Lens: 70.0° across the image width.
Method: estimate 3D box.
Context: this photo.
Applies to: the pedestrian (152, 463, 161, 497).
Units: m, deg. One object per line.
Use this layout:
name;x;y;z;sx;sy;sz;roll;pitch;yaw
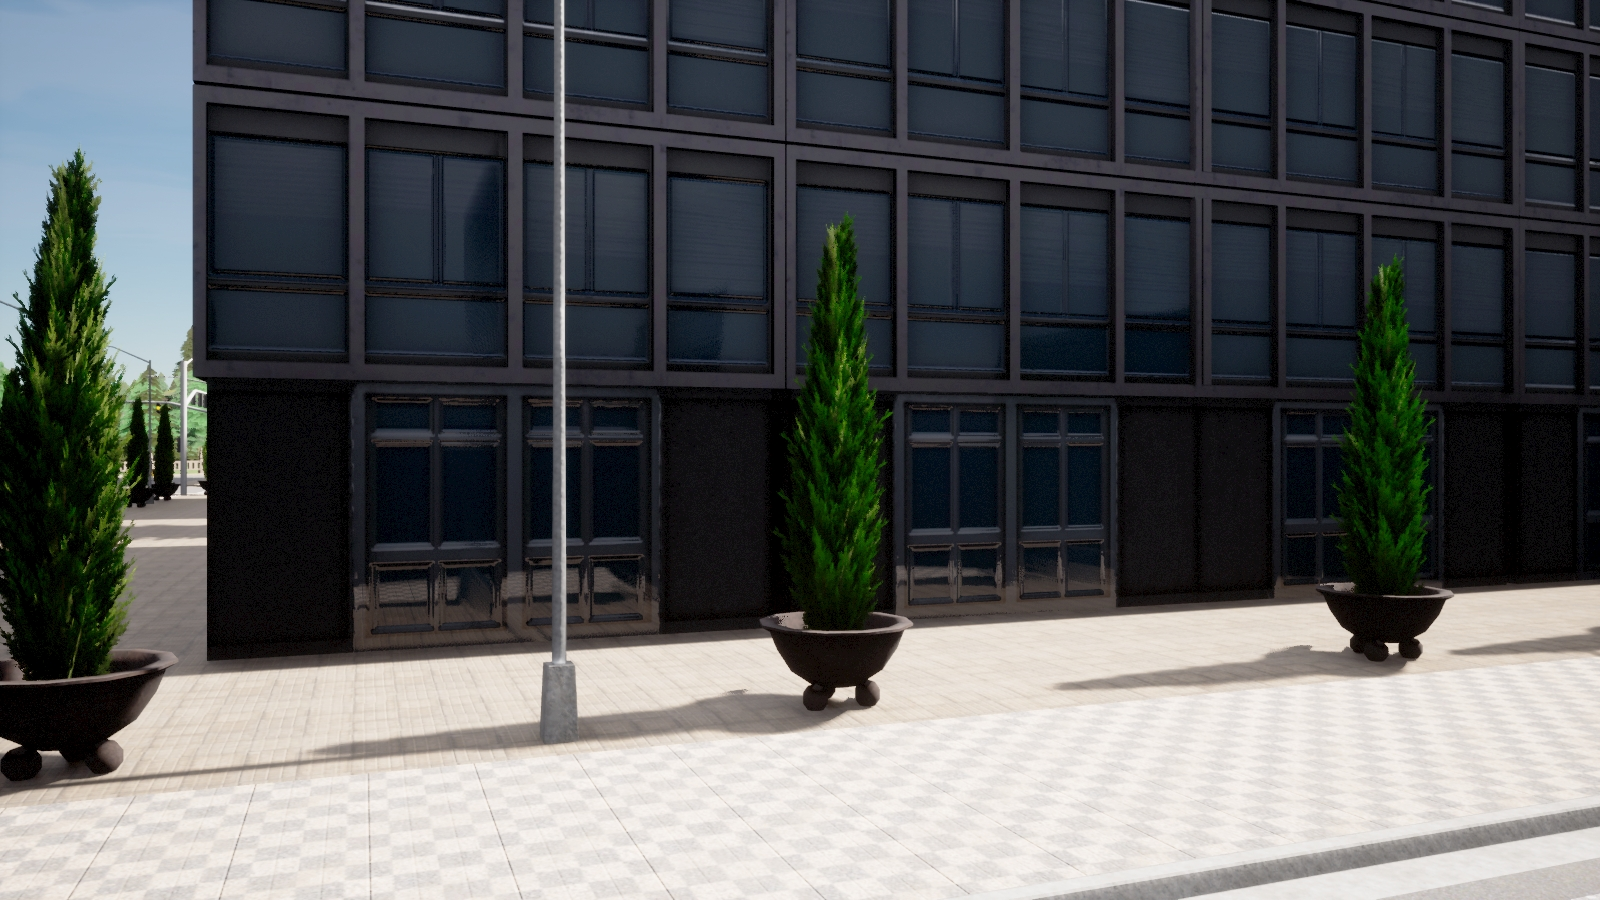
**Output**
pedestrian;-35.485;1.639;63.007;0.375;1.860;0.375;0;0;-15
